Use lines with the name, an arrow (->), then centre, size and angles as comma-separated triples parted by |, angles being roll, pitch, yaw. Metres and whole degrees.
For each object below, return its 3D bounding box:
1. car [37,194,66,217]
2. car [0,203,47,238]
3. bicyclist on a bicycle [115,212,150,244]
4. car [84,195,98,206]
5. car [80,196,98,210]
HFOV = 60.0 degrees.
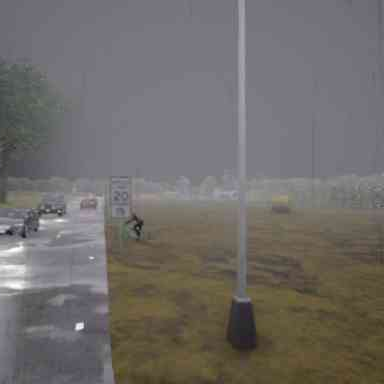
car -> -13.378, 1.242, 31.866 | 2.150, 2.045, 5.566 | 0, 1, -15
car -> -9.717, 1.615, 18.296 | 2.128, 1.511, 4.902 | 0, 0, -15
bicyclist on a bicycle -> -2.777, 1.625, 15.553 | 1.656, 1.620, 0.582 | 1, 0, -15
car -> -15.827, 1.311, 52.121 | 1.882, 1.535, 5.008 | 0, 1, -15
car -> -13.121, 1.435, 42.137 | 2.128, 1.511, 4.902 | 0, 0, -15
